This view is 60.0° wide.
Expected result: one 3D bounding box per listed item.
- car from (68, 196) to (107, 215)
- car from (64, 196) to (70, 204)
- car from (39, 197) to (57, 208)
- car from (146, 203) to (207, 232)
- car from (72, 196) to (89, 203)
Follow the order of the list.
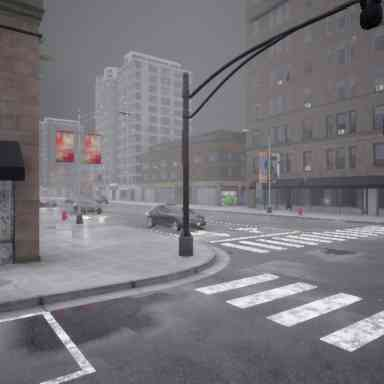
[{"bbox_3d":[-10.456,1.461,33.047,1.837,1.490,4.892,0,0,-36],"label":"car"},{"bbox_3d":[-21.407,1.450,59.638,2.033,1.411,5.357,0,0,-36],"label":"car"},{"bbox_3d":[-20.502,1.453,47.079,1.812,1.442,4.674,0,0,-35],"label":"car"},{"bbox_3d":[-1.060,1.482,20.043,1.837,1.490,4.892,0,0,-36],"label":"car"},{"bbox_3d":[-22.243,1.451,66.324,1.994,1.385,4.181,0,0,-36],"label":"car"}]
